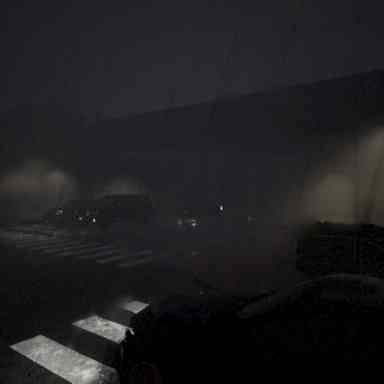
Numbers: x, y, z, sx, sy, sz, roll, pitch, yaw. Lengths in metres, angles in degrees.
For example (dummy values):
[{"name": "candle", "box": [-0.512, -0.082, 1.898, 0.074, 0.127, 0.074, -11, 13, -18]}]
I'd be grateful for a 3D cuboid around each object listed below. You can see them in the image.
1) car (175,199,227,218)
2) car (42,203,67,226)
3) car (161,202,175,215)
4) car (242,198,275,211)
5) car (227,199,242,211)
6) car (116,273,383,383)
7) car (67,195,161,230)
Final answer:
[{"name": "car", "box": [0.900, 1.474, 29.623, 1.837, 1.490, 4.892, 0, 0, 35]}, {"name": "car", "box": [-8.008, 1.315, 23.261, 2.097, 1.767, 4.553, 0, 0, 37]}, {"name": "car", "box": [-2.740, 1.564, 30.549, 1.895, 1.301, 4.718, 0, 0, 36]}, {"name": "car", "box": [8.428, 1.461, 40.152, 2.128, 1.511, 4.902, 0, 0, 36]}, {"name": "car", "box": [4.757, 1.510, 41.045, 2.033, 1.411, 5.357, 0, 0, 36]}, {"name": "car", "box": [1.366, 1.524, 3.019, 4.674, 1.442, 1.812, 0, 0, 35]}, {"name": "car", "box": [-4.859, 1.191, 21.550, 2.150, 2.045, 5.566, 0, 0, 35]}]
